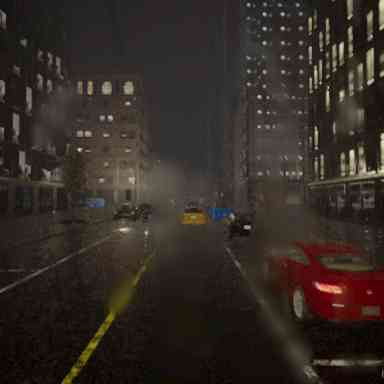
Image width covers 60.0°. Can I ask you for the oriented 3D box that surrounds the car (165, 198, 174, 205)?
[{"bbox_3d":[-5.654,2.308,84.226,1.967,1.590,4.097,1,-1,0],"label":"car"}]

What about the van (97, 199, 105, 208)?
[{"bbox_3d":[-19.716,2.237,67.447,3.998,1.788,1.690,0,-1,1],"label":"van"}]

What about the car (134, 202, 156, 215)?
[{"bbox_3d":[-5.669,2.002,40.559,1.947,1.339,4.313,1,-1,0],"label":"car"}]

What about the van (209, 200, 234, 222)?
[{"bbox_3d":[2.711,1.662,29.400,1.690,1.788,3.998,1,-1,0],"label":"van"}]

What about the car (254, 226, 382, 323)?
[{"bbox_3d":[2.701,1.662,7.091,1.802,1.307,4.206,1,-1,0],"label":"car"}]

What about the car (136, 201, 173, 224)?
[{"bbox_3d":[-3.084,1.800,28.233,2.128,1.511,4.902,0,-1,0],"label":"car"}]

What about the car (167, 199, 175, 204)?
[{"bbox_3d":[-5.655,2.502,89.875,1.802,1.307,4.206,1,-1,0],"label":"car"}]

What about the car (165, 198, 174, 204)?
[{"bbox_3d":[-5.658,2.397,78.572,1.802,1.307,4.206,1,-1,0],"label":"car"}]

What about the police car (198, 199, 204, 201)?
[{"bbox_3d":[0.109,1.946,40.567,2.038,1.542,4.974,0,0,0],"label":"police car"}]

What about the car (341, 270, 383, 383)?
[{"bbox_3d":[2.700,1.569,1.514,2.008,1.369,4.403,1,-1,0],"label":"car"}]

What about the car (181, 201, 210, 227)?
[{"bbox_3d":[0.107,1.729,24.894,1.801,1.575,5.366,0,-1,0],"label":"car"}]

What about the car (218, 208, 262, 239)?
[{"bbox_3d":[2.704,1.768,18.243,1.947,1.339,4.313,1,-1,0],"label":"car"}]

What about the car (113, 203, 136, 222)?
[{"bbox_3d":[-5.671,1.762,29.412,1.967,1.590,4.097,1,-1,0],"label":"car"}]

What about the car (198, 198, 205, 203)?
[{"bbox_3d":[2.728,2.516,95.523,1.887,1.381,4.507,1,-1,0],"label":"car"}]

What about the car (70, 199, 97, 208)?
[{"bbox_3d":[-19.827,2.246,59.065,4.403,1.369,2.008,0,-1,1],"label":"car"}]
